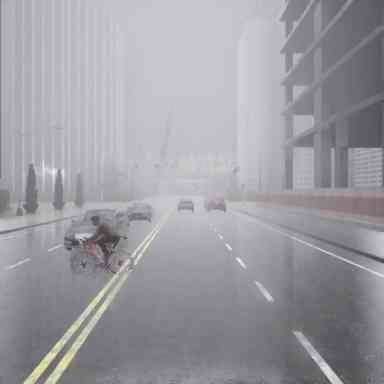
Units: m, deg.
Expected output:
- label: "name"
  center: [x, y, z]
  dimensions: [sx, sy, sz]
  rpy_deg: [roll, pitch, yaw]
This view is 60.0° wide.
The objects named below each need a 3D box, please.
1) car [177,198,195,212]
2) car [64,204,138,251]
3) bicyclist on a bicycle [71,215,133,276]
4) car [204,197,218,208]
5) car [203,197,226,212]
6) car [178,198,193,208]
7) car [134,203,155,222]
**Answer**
- label: "car"
  center: [-0.722, 1.491, 39.254]
  dimensions: [2.128, 1.511, 4.902]
  rpy_deg: [0, 0, -1]
- label: "car"
  center: [-3.862, 1.491, 14.198]
  dimensions: [2.128, 1.511, 4.902]
  rpy_deg: [0, 0, -1]
- label: "bicyclist on a bicycle"
  center: [-2.426, 1.454, 8.941]
  dimensions: [1.656, 1.620, 0.582]
  rpy_deg: [-1, 0, -1]
- label: "car"
  center: [2.734, 1.505, 48.345]
  dimensions: [1.837, 1.490, 4.892]
  rpy_deg: [0, 0, 2]
- label: "car"
  center: [2.780, 1.352, 39.141]
  dimensions: [2.097, 1.767, 4.553]
  rpy_deg: [0, 0, -1]
- label: "car"
  center: [-0.949, 1.564, 48.488]
  dimensions: [1.994, 1.385, 4.181]
  rpy_deg: [0, 0, -1]
- label: "car"
  center: [-4.015, 1.564, 25.911]
  dimensions: [1.994, 1.385, 4.181]
  rpy_deg: [0, 0, -1]
